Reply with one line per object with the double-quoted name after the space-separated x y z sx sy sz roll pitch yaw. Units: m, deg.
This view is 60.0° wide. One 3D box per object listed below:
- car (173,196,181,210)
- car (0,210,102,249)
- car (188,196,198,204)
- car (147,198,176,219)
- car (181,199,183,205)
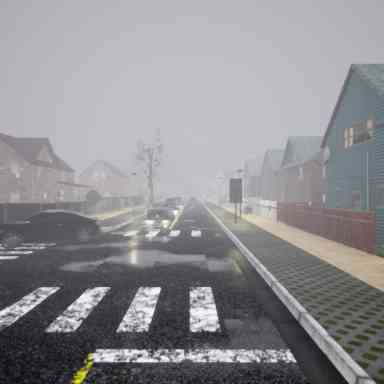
-2.752 1.523 42.975 1.837 1.490 4.892 0 0 0 "car"
-6.350 1.546 14.655 4.674 1.442 1.812 0 0 -37 "car"
0.147 1.562 65.753 1.812 1.442 4.674 0 0 0 "car"
-2.783 1.558 29.385 2.033 1.411 5.357 0 0 0 "car"
-2.653 1.535 57.584 1.837 1.490 4.892 0 -1 1 "car"
